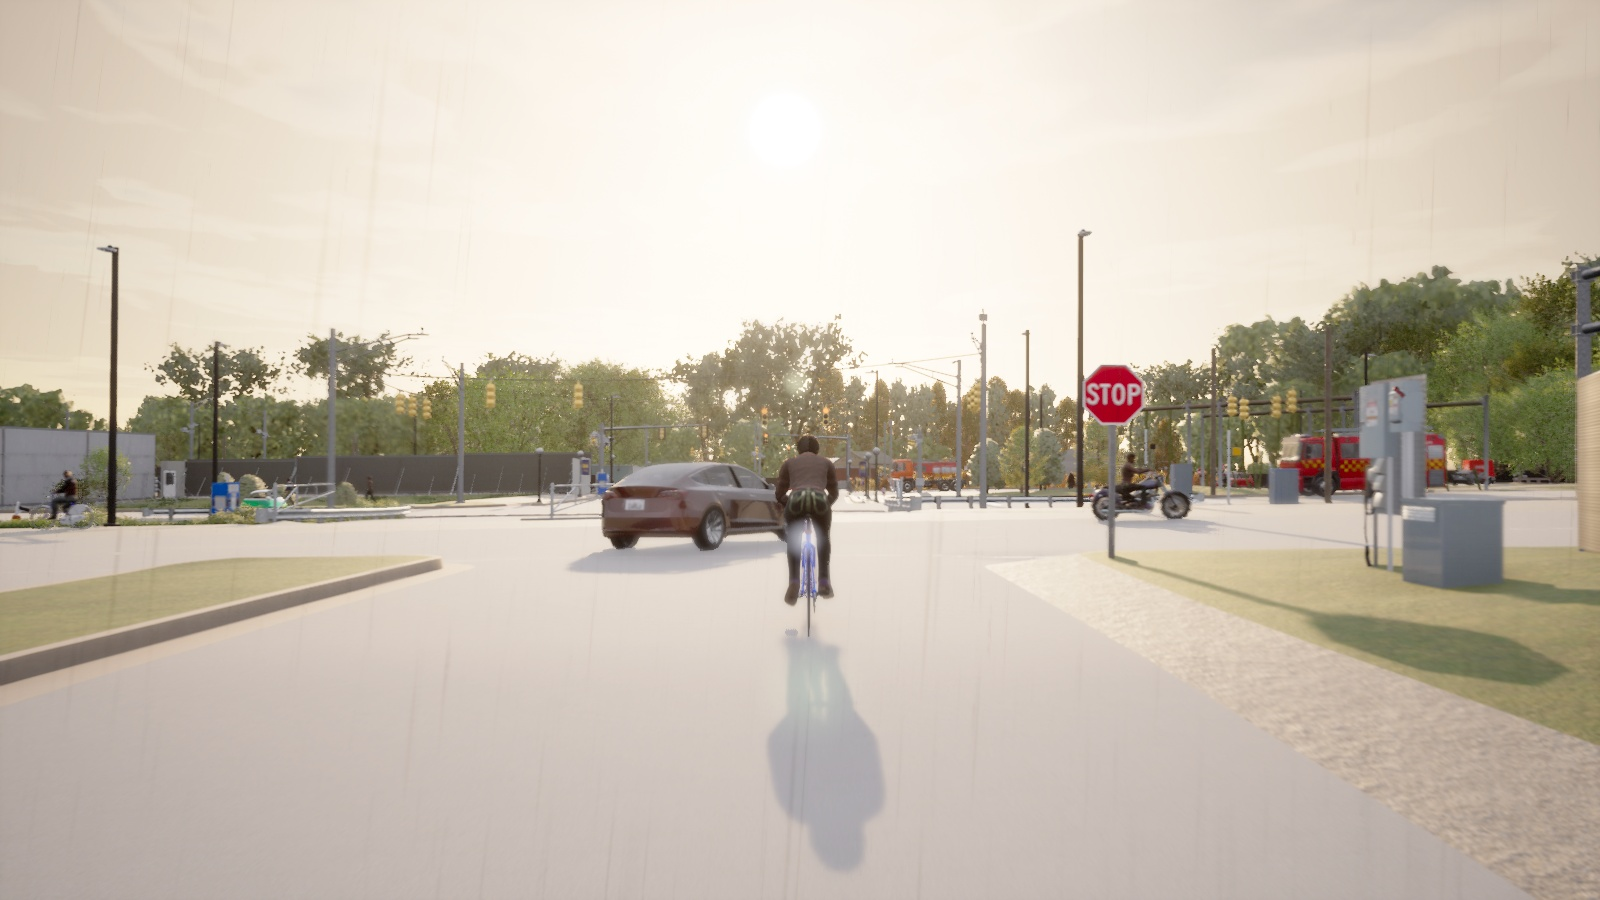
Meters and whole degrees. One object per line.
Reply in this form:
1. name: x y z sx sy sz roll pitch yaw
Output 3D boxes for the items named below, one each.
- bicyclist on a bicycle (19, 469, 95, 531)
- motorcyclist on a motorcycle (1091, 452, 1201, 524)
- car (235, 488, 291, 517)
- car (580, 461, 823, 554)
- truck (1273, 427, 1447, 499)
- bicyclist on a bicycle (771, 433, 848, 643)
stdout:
1. bicyclist on a bicycle: -21.756 1.449 36.798 1.843 1.776 0.659 -1 -1 1
2. motorcyclist on a motorcycle: 8.094 0.881 29.431 2.350 1.649 0.766 -1 -1 -1
3. car: -27.515 2.686 64.421 2.207 1.376 1.481 -1 -1 1
4. car: -1.612 0.966 22.534 2.163 1.488 4.792 -1 -1 27
5. truck: 31.554 0.748 70.994 8.468 3.827 2.891 -1 -1 0
6. bicyclist on a bicycle: 0.078 0.693 10.499 0.582 1.620 1.656 0 -1 0
